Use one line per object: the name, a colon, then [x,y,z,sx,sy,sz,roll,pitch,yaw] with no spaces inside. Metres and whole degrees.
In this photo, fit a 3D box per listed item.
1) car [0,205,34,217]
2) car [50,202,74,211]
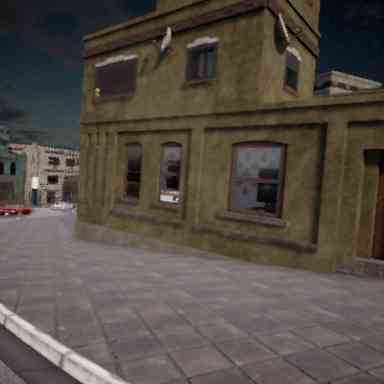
car: [-19.870,2.129,37.950,1.895,1.301,4.718,4,-2,-2]
car: [-21.335,2.343,54.763,1.812,1.442,4.674,5,-1,14]
